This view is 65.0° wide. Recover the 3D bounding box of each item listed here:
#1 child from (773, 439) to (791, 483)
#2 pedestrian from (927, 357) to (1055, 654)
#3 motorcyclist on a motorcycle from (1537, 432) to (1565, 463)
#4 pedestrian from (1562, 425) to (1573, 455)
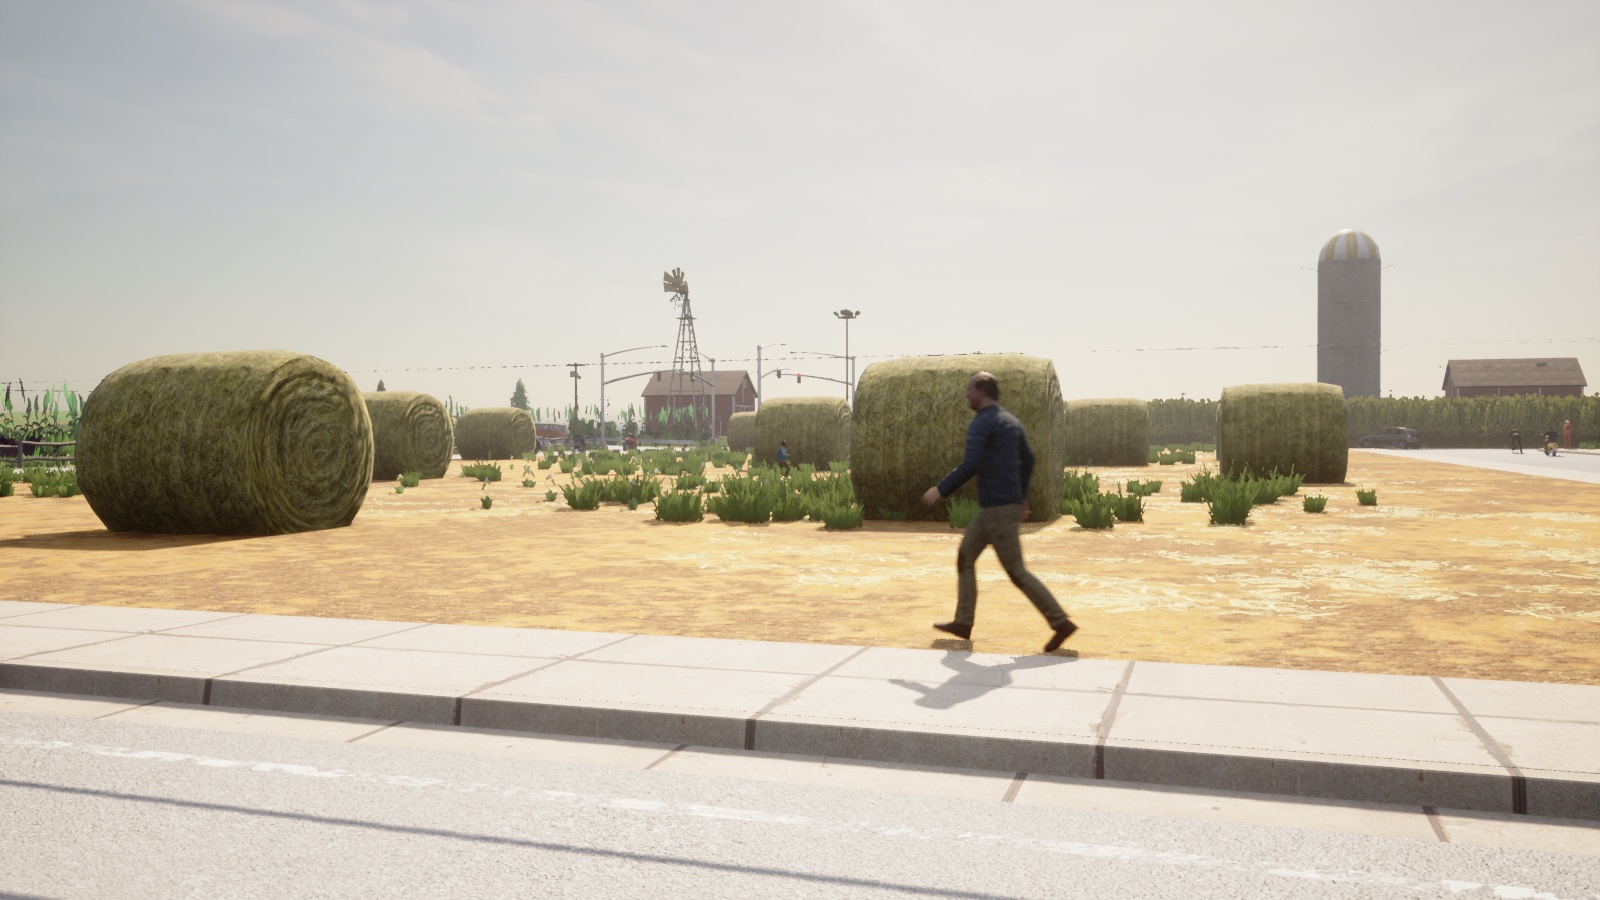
[{"bbox_3d":[-0.485,0.292,33.614,0.448,1.192,0.343,0,1,5],"label":"child"},{"bbox_3d":[1.235,0.341,8.112,0.726,1.842,0.402,1,1,25],"label":"pedestrian"},{"bbox_3d":[39.565,-0.158,66.204,0.866,1.590,1.817,1,1,18],"label":"motorcyclist on a motorcycle"},{"bbox_3d":[47.287,-0.600,77.404,0.345,1.836,0.594,0,1,9],"label":"pedestrian"}]
